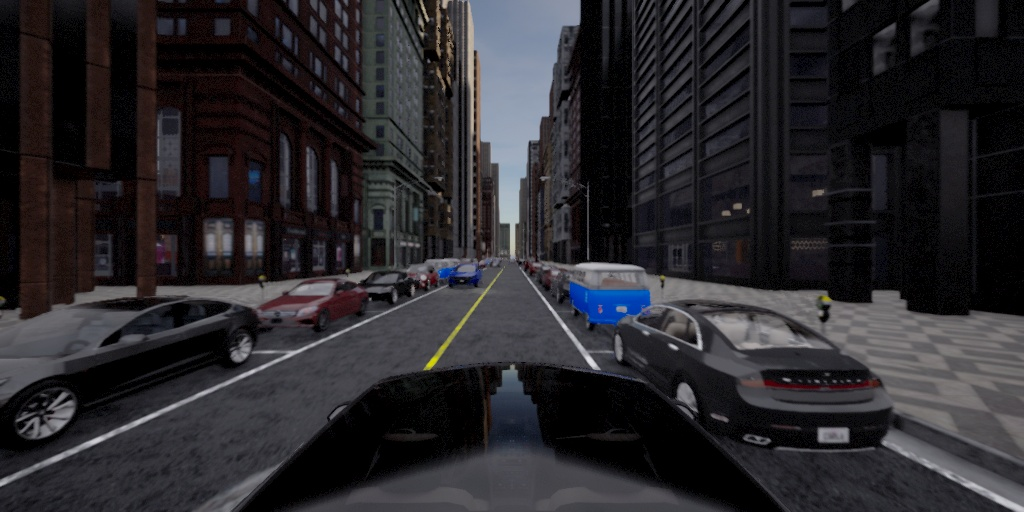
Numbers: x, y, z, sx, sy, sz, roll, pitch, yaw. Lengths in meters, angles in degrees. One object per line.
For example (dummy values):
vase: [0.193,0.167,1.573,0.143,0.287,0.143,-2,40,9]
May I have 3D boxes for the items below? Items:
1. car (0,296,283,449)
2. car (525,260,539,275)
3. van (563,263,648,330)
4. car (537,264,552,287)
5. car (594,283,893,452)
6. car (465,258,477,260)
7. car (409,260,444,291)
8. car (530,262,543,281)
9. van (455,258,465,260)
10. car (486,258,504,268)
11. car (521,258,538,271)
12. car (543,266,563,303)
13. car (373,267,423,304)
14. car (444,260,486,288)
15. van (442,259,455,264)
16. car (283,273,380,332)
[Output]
car: [-5.763,1.323,5.244,1.948,1.339,4.313,0,0,0]
car: [2.760,1.392,39.079,1.888,1.381,4.507,0,0,0]
van: [2.762,1.112,10.898,1.690,1.789,3.998,0,0,0]
car: [2.761,1.381,22.171,1.802,1.307,4.207,0,0,0]
car: [2.762,1.308,5.262,2.007,1.370,4.403,0,0,0]
car: [-5.766,1.178,44.699,2.192,1.841,5.009,0,0,0]
car: [-5.764,1.239,22.154,1.967,1.591,4.097,0,0,0]
car: [2.761,1.365,27.807,2.007,1.370,4.403,0,0,0]
van: [-5.765,1.171,33.427,1.690,1.789,3.998,0,0,0]
car: [-3.036,1.423,64.927,2.128,1.511,4.902,0,0,1]
car: [2.759,1.196,50.351,2.192,1.841,5.009,0,0,0]
car: [2.762,1.335,16.534,2.007,1.370,4.403,0,0,0]
car: [-5.764,1.350,16.518,1.948,1.339,4.313,0,0,0]
car: [-3.101,1.283,24.659,1.882,1.535,5.008,0,0,0]
van: [-5.764,1.155,27.791,1.690,1.789,3.998,0,0,0]
car: [-5.763,1.353,10.881,1.802,1.307,4.207,0,0,0]
